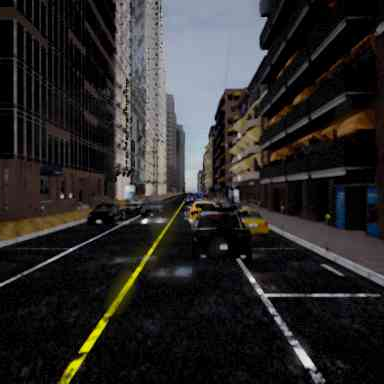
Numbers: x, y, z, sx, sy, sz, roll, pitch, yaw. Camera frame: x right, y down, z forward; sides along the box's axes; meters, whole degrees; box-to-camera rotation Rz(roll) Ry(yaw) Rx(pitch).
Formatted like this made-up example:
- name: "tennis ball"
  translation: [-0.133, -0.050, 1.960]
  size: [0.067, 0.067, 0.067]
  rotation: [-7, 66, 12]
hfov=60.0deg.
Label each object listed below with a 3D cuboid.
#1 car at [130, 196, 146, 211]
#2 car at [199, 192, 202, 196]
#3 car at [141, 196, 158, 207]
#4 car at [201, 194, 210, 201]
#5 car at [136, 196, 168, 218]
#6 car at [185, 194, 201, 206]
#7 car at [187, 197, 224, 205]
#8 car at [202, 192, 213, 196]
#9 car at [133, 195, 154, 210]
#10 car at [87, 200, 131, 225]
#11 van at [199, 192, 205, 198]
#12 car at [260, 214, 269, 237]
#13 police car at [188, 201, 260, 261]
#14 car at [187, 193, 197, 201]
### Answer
- name: "car"
  translation: [-5.690, 1.332, 33.802]
  size: [2.008, 1.369, 4.403]
  rotation: [0, 0, 0]
- name: "car"
  translation: [2.691, 0.962, 56.395]
  size: [2.192, 1.841, 5.009]
  rotation: [0, 0, 0]
- name: "car"
  translation: [-5.690, 1.240, 44.929]
  size: [1.752, 1.417, 4.829]
  rotation: [0, 0, 0]
- name: "car"
  translation: [2.690, 1.162, 67.694]
  size: [1.802, 1.307, 4.206]
  rotation: [0, 0, 0]
- name: "car"
  translation: [-3.099, 1.363, 28.366]
  size: [2.033, 1.411, 5.357]
  rotation: [0, 0, 0]
- name: "car"
  translation: [0.014, 1.297, 48.189]
  size: [1.895, 1.301, 4.718]
  rotation: [0, 0, 0]
- name: "car"
  translation: [0.788, 1.334, 21.921]
  size: [1.882, 1.535, 5.008]
  rotation: [0, 0, 0]
- name: "car"
  translation: [2.690, 1.154, 45.098]
  size: [1.967, 1.590, 4.097]
  rotation: [0, 0, 0]
- name: "car"
  translation: [-5.690, 1.188, 39.451]
  size: [1.967, 1.590, 4.097]
  rotation: [0, 0, 0]
- name: "car"
  translation: [-5.690, 1.418, 22.505]
  size: [1.947, 1.339, 4.313]
  rotation: [0, 0, 0]
- name: "van"
  translation: [2.689, 0.798, 90.286]
  size: [1.690, 1.788, 3.998]
  rotation: [0, 0, 0]
- name: "car"
  translation: [2.691, 1.413, 17.027]
  size: [1.752, 1.417, 4.829]
  rotation: [0, 0, 0]
- name: "police car"
  translation: [0.900, 1.345, 12.029]
  size: [1.930, 1.638, 5.238]
  rotation: [0, 0, 0]
- name: "car"
  translation: [0.001, 1.054, 67.455]
  size: [1.882, 1.535, 5.008]
  rotation: [0, 0, 0]
